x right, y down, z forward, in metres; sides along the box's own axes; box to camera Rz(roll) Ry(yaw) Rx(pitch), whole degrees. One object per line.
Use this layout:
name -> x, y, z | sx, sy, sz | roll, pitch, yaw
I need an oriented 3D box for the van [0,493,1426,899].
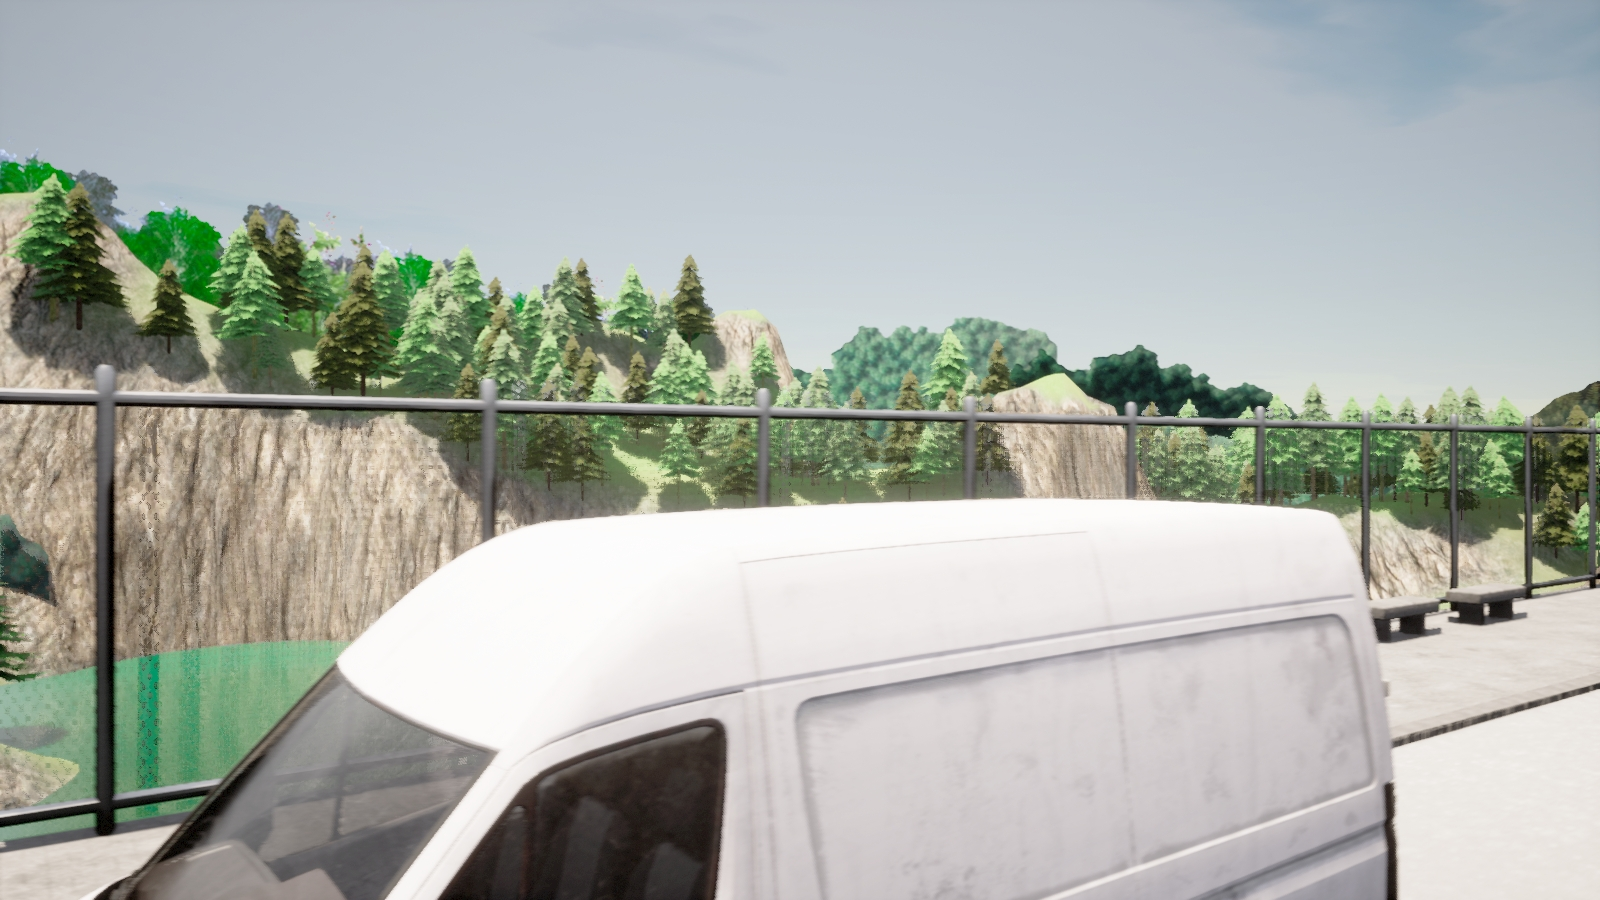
van -> -0.168, 1.534, 4.274 | 5.915, 2.561, 1.988 | 0, 0, -35
